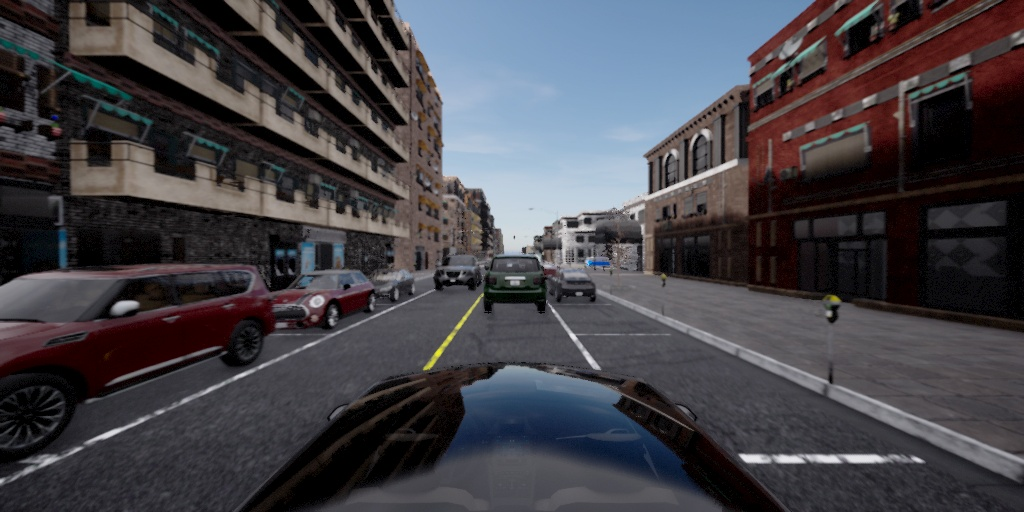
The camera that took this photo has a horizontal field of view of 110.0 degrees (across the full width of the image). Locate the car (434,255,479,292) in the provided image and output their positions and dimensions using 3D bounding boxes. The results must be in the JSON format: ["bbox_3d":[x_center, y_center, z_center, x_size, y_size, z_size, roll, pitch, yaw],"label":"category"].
[{"bbox_3d":[-3.097,0.931,21.537,2.150,2.045,5.566,0,0,0],"label":"car"}]

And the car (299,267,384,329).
[{"bbox_3d":[-5.689,1.170,10.832,1.967,1.591,4.097,0,0,0],"label":"car"}]

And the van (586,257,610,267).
[{"bbox_3d":[14.665,1.068,61.471,3.998,1.789,1.690,0,0,0],"label":"van"}]

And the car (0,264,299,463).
[{"bbox_3d":[-5.690,1.057,5.135,2.192,1.841,5.009,0,0,0],"label":"car"}]

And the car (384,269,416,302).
[{"bbox_3d":[-5.688,1.269,16.529,2.007,1.370,4.403,0,0,0],"label":"car"}]

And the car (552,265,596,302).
[{"bbox_3d":[2.693,1.269,16.523,2.007,1.370,4.403,0,0,0],"label":"car"}]

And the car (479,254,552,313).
[{"bbox_3d":[0.102,0.944,14.067,2.150,2.045,5.566,0,0,0],"label":"car"}]
